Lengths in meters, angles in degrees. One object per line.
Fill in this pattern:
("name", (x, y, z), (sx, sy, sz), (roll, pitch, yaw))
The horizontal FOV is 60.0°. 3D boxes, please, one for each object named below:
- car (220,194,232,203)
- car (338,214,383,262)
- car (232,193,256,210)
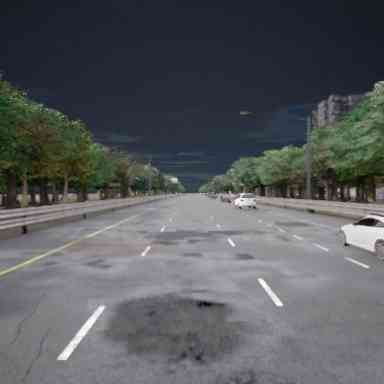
("car", (7.032, 1.558, 70.870), (1.812, 1.442, 4.674), (0, 0, 0))
("car", (6.998, 1.533, 11.992), (1.812, 1.442, 4.674), (0, 0, 0))
("car", (6.997, 1.227, 43.816), (2.150, 2.045, 5.566), (0, 0, 0))
